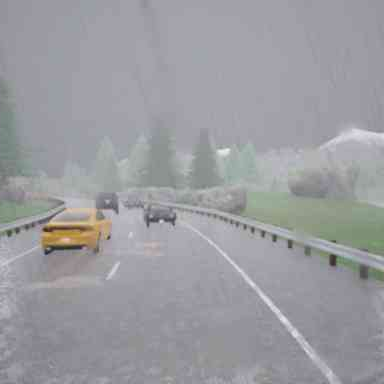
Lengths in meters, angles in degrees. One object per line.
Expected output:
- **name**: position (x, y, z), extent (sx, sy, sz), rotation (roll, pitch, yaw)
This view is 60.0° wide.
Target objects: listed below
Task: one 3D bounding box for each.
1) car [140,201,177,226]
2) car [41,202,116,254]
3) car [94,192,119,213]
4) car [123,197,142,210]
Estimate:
- **car**: position (-2.265, 1.464, 22.280), extent (1.895, 1.301, 4.718), rotation (0, 0, -11)
- **car**: position (-4.407, 1.404, 13.316), extent (1.882, 1.535, 5.008), rotation (0, 0, -7)
- **car**: position (-8.570, 1.032, 33.329), extent (2.150, 2.045, 5.566), rotation (0, 0, -16)
- **car**: position (-7.004, 1.312, 39.805), extent (2.033, 1.411, 5.357), rotation (0, 0, -20)
